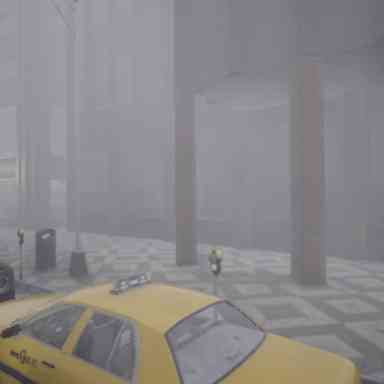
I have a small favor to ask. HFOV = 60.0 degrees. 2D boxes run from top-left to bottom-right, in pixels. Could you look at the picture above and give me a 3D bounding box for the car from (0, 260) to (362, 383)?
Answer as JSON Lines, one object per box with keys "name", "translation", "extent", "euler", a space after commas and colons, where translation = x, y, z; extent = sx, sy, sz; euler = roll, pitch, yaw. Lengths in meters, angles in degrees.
{"name": "car", "translation": [-0.832, 1.554, 3.561], "extent": [4.829, 1.417, 1.752], "euler": [-1, 0, 36]}
